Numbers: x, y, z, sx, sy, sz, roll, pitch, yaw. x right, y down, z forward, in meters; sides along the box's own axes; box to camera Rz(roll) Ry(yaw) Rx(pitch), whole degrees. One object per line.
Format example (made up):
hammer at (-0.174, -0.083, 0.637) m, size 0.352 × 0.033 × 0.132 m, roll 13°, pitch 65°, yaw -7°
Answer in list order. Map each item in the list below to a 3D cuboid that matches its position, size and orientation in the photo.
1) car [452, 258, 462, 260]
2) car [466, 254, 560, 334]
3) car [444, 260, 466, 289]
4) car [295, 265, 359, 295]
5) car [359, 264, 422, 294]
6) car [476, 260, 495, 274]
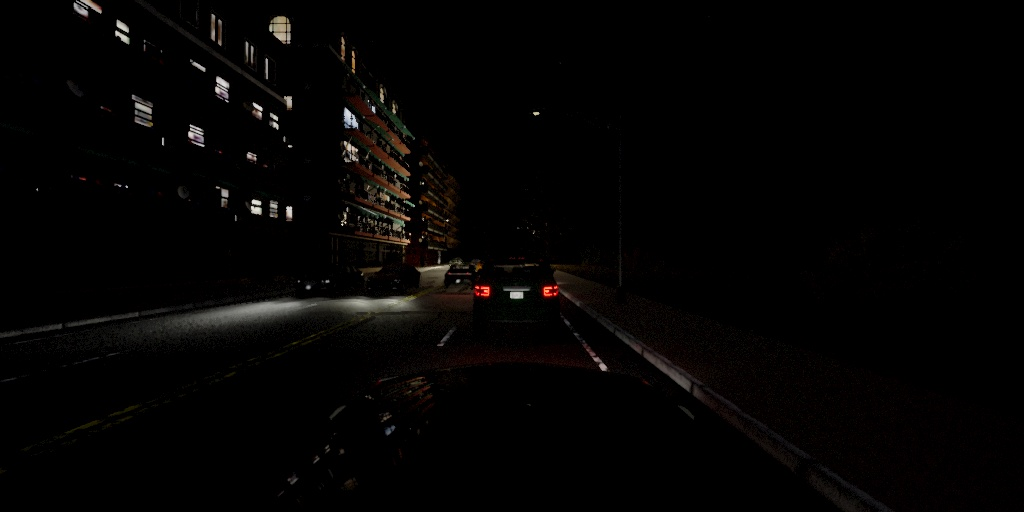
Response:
car at (-9.630, 1.101, 62.489) m, size 2.097 × 1.767 × 4.553 m, roll 0°, pitch 0°, yaw 1°
car at (0.121, 0.973, 10.733) m, size 2.150 × 2.045 × 5.566 m, roll 0°, pitch 0°, yaw 0°
car at (-3.086, 1.243, 23.059) m, size 2.128 × 1.511 × 4.902 m, roll 0°, pitch 0°, yaw 0°
car at (-9.796, 1.243, 19.711) m, size 2.128 × 1.511 × 4.902 m, roll 0°, pitch 0°, yaw 0°
car at (-6.543, 1.229, 20.327) m, size 1.882 × 1.535 × 5.008 m, roll 0°, pitch 0°, yaw 0°
car at (-3.028, 1.229, 41.666) m, size 1.882 × 1.535 × 5.008 m, roll 0°, pitch 0°, yaw 0°
